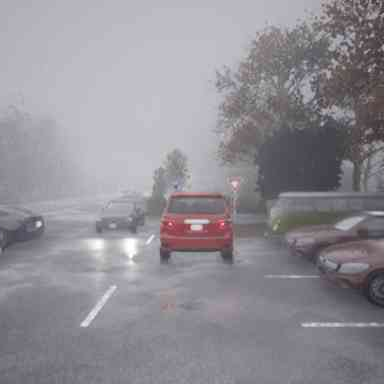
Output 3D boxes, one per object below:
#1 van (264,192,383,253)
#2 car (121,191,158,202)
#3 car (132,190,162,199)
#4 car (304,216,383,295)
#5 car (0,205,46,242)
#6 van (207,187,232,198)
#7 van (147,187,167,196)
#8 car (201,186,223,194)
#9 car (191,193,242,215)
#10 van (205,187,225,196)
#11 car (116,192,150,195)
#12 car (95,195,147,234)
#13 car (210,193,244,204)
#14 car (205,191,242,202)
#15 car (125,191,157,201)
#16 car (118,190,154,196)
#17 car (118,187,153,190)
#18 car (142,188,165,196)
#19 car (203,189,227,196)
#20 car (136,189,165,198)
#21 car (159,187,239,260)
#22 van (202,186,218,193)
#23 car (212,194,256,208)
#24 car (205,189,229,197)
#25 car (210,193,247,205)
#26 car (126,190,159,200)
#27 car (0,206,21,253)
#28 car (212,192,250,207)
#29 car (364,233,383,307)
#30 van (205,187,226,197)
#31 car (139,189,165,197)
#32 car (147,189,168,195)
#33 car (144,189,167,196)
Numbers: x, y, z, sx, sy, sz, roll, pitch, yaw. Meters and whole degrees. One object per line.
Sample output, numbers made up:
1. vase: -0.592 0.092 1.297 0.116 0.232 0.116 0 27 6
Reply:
1. van: 4.960 0.975 12.398 4.442 1.987 1.878 -1 1 0
2. car: -7.954 0.735 50.514 5.366 1.575 1.946 0 2 0
3. car: -8.290 0.370 61.734 5.366 1.575 1.946 0 2 0
4. car: 5.068 1.377 6.947 4.674 1.452 2.002 0 1 0
5. car: -8.023 1.232 12.372 4.792 1.488 2.163 0 1 0
6. van: 5.092 0.147 61.645 4.442 1.987 1.878 0 2 0
7. van: -7.946 -0.222 75.473 4.442 1.987 1.878 0 1 0
8. car: 5.015 -0.447 83.667 5.566 2.045 2.435 0 1 0
9. car: 2.098 1.032 30.007 2.097 1.767 4.553 1 -1 -37
10. van: 5.134 -0.222 75.360 4.442 1.987 1.878 0 1 0
11. car: -8.194 1.040 42.192 4.792 1.488 2.163 0 2 0
12. car: -3.463 1.142 16.756 1.812 1.442 4.674 1 2 0
13. car: 4.929 0.868 47.688 4.674 1.452 2.002 0 2 0
14. car: 4.755 0.734 50.456 5.366 1.575 1.946 0 2 0
15. car: -8.124 0.648 53.290 4.892 1.521 2.231 0 2 0
16. car: -8.151 0.920 44.965 5.008 1.535 2.097 0 2 0
17. car: -8.119 0.578 47.731 5.566 2.045 2.435 0 2 0
18. car: -8.048 0.014 69.927 4.553 1.767 2.185 0 2 0
19. car: 5.014 0.070 72.596 5.008 1.535 2.097 0 1 0
20. car: -7.911 0.288 64.385 5.366 1.575 1.946 0 2 0
21. car: 0.129 0.964 11.515 2.150 2.045 5.566 0 1 0
22. van: 5.194 -0.692 94.871 4.442 1.987 1.878 0 1 0
23. car: 4.902 1.096 39.504 5.008 1.535 2.097 0 2 0
24. car: 5.021 0.242 67.061 4.792 1.488 2.163 0 1 0
25. car: 4.894 0.948 44.919 4.792 1.488 2.163 0 2 0
26. car: -8.308 0.553 56.064 5.366 1.575 1.946 0 2 0
27. car: -7.975 1.302 9.589 4.792 1.488 2.163 0 1 0
28. car: 4.946 0.880 42.270 4.553 1.767 2.185 0 2 0
29. car: 5.083 1.432 4.035 4.792 1.488 2.163 0 1 0
30. van: 4.892 -0.085 69.806 4.442 1.987 1.878 0 2 0
31. car: -8.094 0.214 67.152 4.892 1.521 2.231 0 2 0
32. car: -8.083 -0.034 78.255 4.792 1.488 2.163 0 1 0
33. car: -8.041 0.100 72.703 4.792 1.488 2.163 0 1 0
